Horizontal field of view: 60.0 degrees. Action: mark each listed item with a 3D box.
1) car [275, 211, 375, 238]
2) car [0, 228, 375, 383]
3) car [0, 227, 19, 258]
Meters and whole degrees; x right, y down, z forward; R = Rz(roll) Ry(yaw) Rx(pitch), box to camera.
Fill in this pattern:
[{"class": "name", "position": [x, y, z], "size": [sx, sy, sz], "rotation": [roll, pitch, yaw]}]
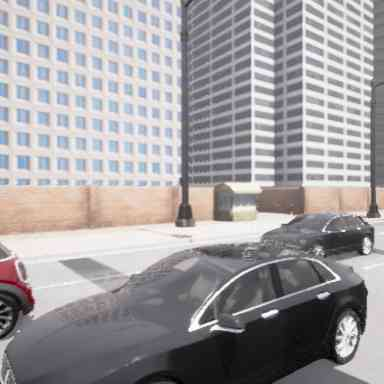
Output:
[{"class": "car", "position": [4.400, 1.459, 11.423], "size": [4.892, 1.490, 1.837], "rotation": [0, 0, -35]}, {"class": "car", "position": [0.362, 1.494, 4.247], "size": [4.892, 1.490, 1.837], "rotation": [0, 0, -36]}, {"class": "car", "position": [-4.862, 1.359, 4.820], "size": [4.553, 1.767, 2.097], "rotation": [0, 0, -36]}]
